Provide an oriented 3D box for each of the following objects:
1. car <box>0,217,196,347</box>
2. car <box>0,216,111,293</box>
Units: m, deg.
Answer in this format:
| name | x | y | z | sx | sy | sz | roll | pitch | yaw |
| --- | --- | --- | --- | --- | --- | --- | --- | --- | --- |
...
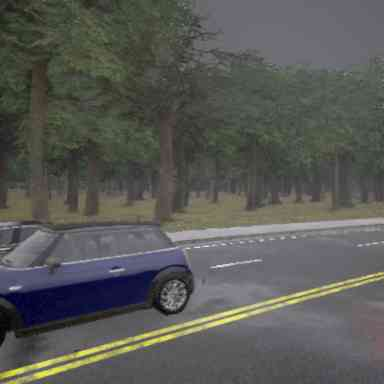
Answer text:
| name | x | y | z | sx | sy | sz | roll | pitch | yaw |
| --- | --- | --- | --- | --- | --- | --- | --- | --- | --- |
| car | -2.233 | 1.350 | 5.957 | 4.553 | 1.767 | 2.097 | 0 | 0 | -34 |
| car | -4.692 | 1.503 | 8.221 | 4.892 | 1.490 | 1.837 | 0 | 0 | -35 |
